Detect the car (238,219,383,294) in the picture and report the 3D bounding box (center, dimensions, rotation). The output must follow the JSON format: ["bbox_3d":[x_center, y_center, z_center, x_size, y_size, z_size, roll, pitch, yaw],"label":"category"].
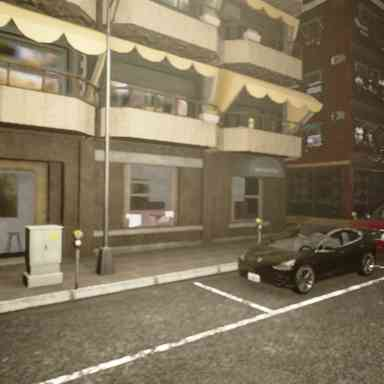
[{"bbox_3d":[3.186,1.568,8.813,4.313,1.339,1.947,0,1,-35],"label":"car"}]

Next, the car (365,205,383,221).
[{"bbox_3d":[7.726,1.319,12.042,5.009,1.841,2.192,0,1,-35],"label":"car"}]
